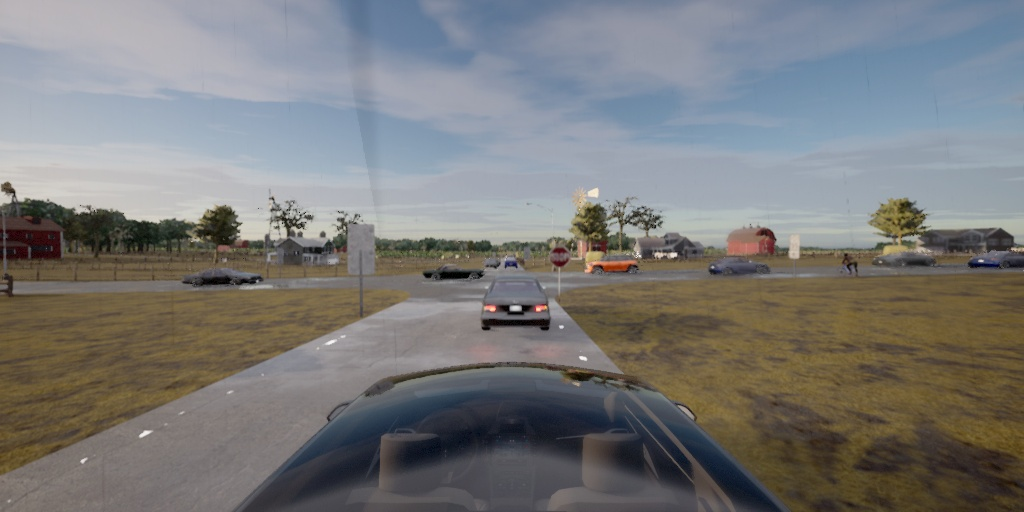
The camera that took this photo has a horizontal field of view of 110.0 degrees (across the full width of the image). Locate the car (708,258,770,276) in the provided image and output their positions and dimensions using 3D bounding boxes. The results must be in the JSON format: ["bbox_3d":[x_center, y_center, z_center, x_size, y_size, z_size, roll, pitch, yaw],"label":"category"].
[{"bbox_3d":[17.810,0.811,28.218,4.181,1.385,1.994,-1,1,0],"label":"car"}]

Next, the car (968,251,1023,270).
[{"bbox_3d":[38.966,0.323,28.267,4.181,1.385,1.994,-1,1,-1],"label":"car"}]

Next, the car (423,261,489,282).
[{"bbox_3d":[-4.455,1.300,28.207,4.718,1.301,1.895,-1,0,0],"label":"car"}]

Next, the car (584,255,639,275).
[{"bbox_3d":[8.791,0.714,31.902,4.553,1.767,2.097,-1,1,0],"label":"car"}]

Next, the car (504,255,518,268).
[{"bbox_3d":[-0.161,1.051,55.522,1.882,1.535,5.008,0,0,0],"label":"car"}]

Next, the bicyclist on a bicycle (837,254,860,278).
[{"bbox_3d":[22.831,0.662,24.341,0.582,1.620,1.656,-1,0,0],"label":"bicyclist on a bicycle"}]

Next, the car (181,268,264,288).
[{"bbox_3d":[-22.666,1.659,28.144,5.357,1.411,2.033,-1,1,0],"label":"car"}]

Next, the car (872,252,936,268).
[{"bbox_3d":[34.851,0.328,31.956,4.181,1.385,1.994,-1,1,0],"label":"car"}]

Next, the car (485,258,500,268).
[{"bbox_3d":[-3.026,1.093,50.199,1.837,1.490,4.892,0,0,-1],"label":"car"}]

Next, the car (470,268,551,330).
[{"bbox_3d":[0.102,1.261,10.870,2.033,1.411,5.357,0,0,0],"label":"car"}]
